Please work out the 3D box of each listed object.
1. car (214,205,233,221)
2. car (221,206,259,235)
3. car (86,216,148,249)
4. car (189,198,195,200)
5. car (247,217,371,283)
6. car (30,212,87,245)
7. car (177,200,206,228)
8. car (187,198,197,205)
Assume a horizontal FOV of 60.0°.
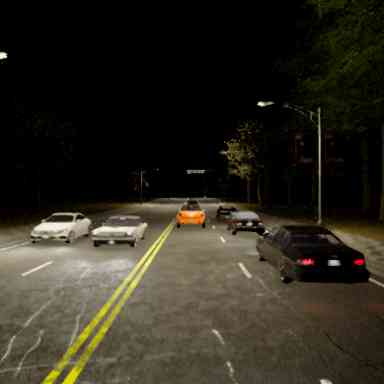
[{"bbox_3d":[3.247,1.980,32.115,2.128,1.511,4.902,0,-1,0],"label":"car"},{"bbox_3d":[3.248,1.870,21.115,2.033,1.411,5.357,0,-1,0],"label":"car"},{"bbox_3d":[-3.351,1.849,16.142,1.895,1.301,4.718,0,-1,0],"label":"car"},{"bbox_3d":[0.095,2.254,55.469,1.812,1.442,4.674,0,0,0],"label":"car"},{"bbox_3d":[3.249,1.705,10.117,2.033,1.411,5.357,0,-1,0],"label":"car"},{"bbox_3d":[-6.601,1.792,17.340,1.812,1.442,4.674,0,-1,0],"label":"car"},{"bbox_3d":[-0.041,1.749,26.079,2.097,1.767,4.553,0,-1,0],"label":"car"},{"bbox_3d":[-0.007,2.167,76.577,2.033,1.411,5.357,0,0,0],"label":"car"}]
